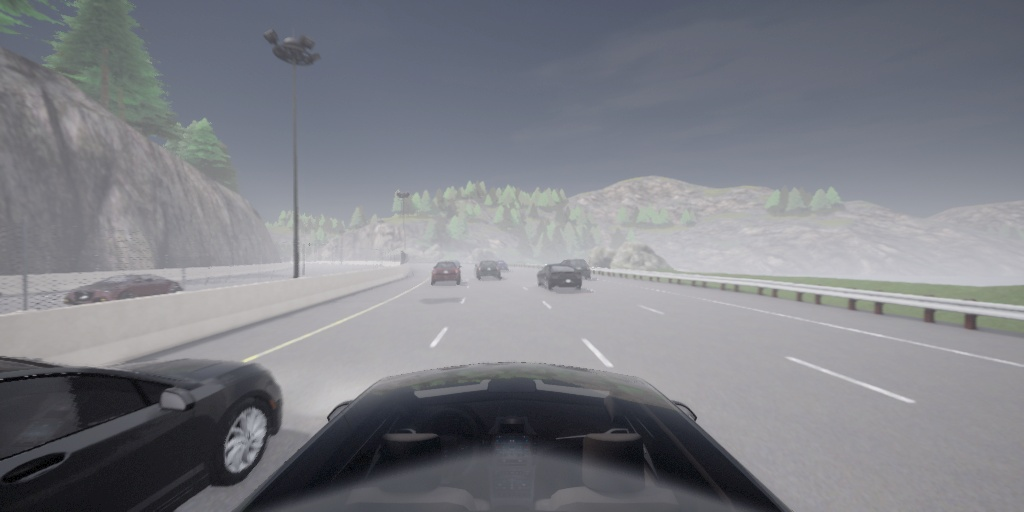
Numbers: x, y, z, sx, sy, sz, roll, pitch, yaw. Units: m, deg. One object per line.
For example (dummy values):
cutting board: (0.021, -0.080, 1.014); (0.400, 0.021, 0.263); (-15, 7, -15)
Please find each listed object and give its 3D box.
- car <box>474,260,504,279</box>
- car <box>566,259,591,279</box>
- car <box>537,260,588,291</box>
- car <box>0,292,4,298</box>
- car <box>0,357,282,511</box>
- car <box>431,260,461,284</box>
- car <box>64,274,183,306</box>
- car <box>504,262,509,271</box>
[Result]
car: (-2.338, 1.148, 33.044); (2.097, 1.767, 4.553); (-1, 0, -10)
car: (5.098, 1.048, 30.988); (2.097, 1.767, 4.553); (-1, 0, -9)
car: (2.755, 1.200, 21.794); (1.882, 1.535, 5.008); (0, 0, -6)
car: (-25.036, 1.634, 14.599); (2.033, 1.411, 5.357); (-1, 0, -4)
car: (-3.318, 1.299, 1.795); (1.837, 1.490, 4.892); (0, 0, 0)
car: (-5.048, 1.180, 27.832); (2.097, 1.767, 4.553); (-1, 0, -8)
car: (-18.243, 1.562, 17.133); (1.994, 1.385, 4.181); (-1, 0, -5)
car: (-1.828, 1.321, 48.525); (1.812, 1.442, 4.674); (0, 0, -15)
